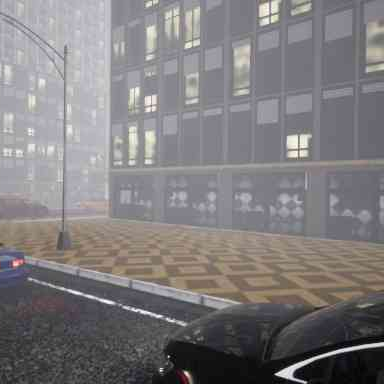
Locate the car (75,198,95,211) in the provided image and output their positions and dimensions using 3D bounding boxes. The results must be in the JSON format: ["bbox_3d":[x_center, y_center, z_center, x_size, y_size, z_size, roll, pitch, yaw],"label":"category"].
[{"bbox_3d":[-13.223,1.571,44.370,2.097,1.767,4.553,1,0,37],"label":"car"}]

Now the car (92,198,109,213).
[{"bbox_3d":[-9.183,1.828,40.120,1.752,1.417,4.829,1,0,37],"label":"car"}]

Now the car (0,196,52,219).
[{"bbox_3d":[-15.999,1.517,30.922,2.192,1.841,5.009,1,0,37],"label":"car"}]

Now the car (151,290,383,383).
[{"bbox_3d":[1.874,1.505,2.346,4.892,1.490,1.837,0,0,35],"label":"car"}]

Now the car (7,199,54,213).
[{"bbox_3d":[-19.478,1.641,40.304,1.752,1.417,4.829,1,0,37],"label":"car"}]

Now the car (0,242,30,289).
[{"bbox_3d":[-6.046,1.543,8.016,5.357,1.411,2.033,0,0,36],"label":"car"}]
